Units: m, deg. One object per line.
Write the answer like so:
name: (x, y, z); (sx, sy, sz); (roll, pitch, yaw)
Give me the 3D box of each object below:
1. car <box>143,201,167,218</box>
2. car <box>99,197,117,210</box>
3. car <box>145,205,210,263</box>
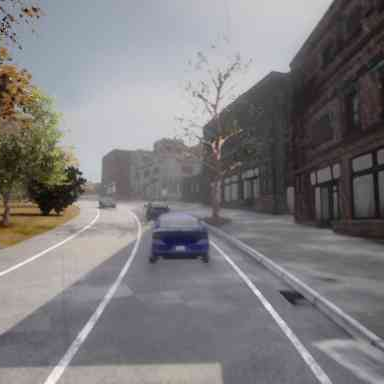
car: (-2.983, 1.517, 27.922); (1.837, 1.490, 4.892); (1, 0, -12)
car: (-10.689, 1.422, 42.093); (1.837, 1.490, 4.892); (2, 0, -21)
car: (-0.533, 1.473, 12.088); (1.882, 1.535, 5.008); (1, 0, -5)
